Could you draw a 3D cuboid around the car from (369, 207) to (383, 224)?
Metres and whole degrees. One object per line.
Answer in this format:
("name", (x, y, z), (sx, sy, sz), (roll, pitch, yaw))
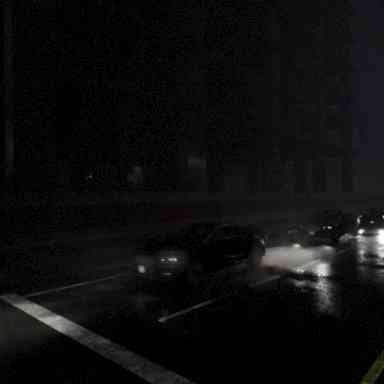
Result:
("car", (13.940, 1.767, 24.627), (1.895, 1.301, 4.718), (-1, -1, 43))

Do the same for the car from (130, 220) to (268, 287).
("car", (0.440, 1.632, 9.951), (2.128, 1.511, 4.902), (-2, -1, 43))

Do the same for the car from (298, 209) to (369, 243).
("car", (7.199, 1.645, 17.291), (2.128, 1.511, 4.902), (-1, -1, 43))
